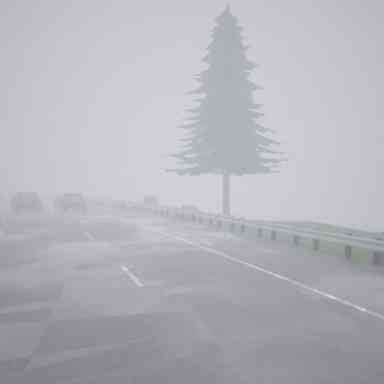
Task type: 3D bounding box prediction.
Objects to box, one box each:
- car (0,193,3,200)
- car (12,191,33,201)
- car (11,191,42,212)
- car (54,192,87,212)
[{"bbox_3d":[-29.589,0.525,49.578,1.994,1.385,4.181,0,1,-41],"label":"car"},{"bbox_3d":[-25.725,0.565,50.403,1.994,1.385,4.181,0,1,-41],"label":"car"},{"bbox_3d":[-14.684,0.776,29.357,2.097,1.767,4.553,0,1,-33],"label":"car"},{"bbox_3d":[-11.156,0.811,30.300,2.097,1.767,4.553,0,1,-32],"label":"car"}]
